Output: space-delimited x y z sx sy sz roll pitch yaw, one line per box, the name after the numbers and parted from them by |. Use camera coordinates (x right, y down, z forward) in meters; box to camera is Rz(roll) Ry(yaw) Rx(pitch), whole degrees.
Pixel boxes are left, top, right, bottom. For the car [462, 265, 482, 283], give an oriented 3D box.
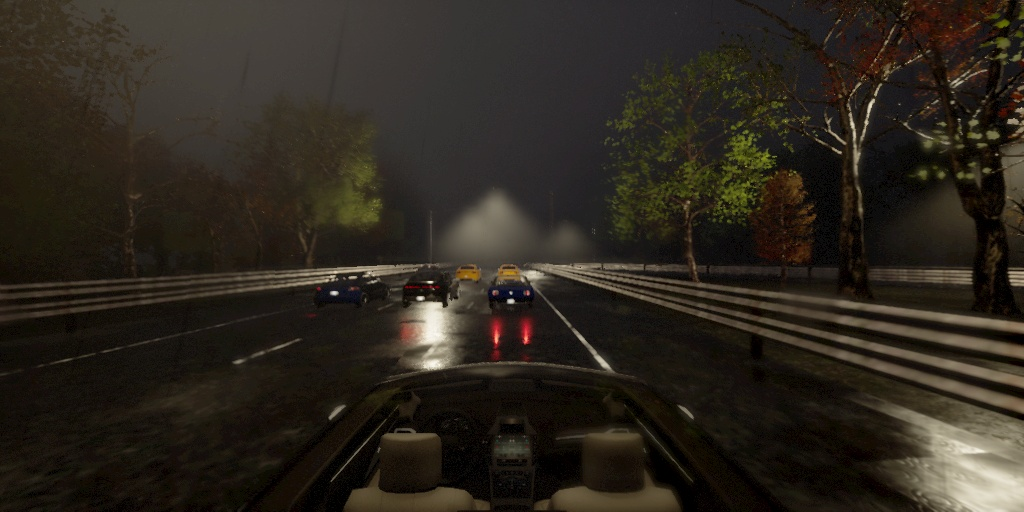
-3.761 1.522 31.535 1.882 1.535 5.008 0 0 -1 | car

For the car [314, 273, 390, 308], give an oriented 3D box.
-7.054 1.455 16.220 1.994 1.385 4.181 0 -1 0 | car

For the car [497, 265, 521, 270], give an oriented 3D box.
-0.262 1.522 31.600 1.882 1.535 5.008 0 0 -1 | car

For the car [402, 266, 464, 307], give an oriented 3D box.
-3.553 1.398 16.294 1.837 1.490 4.892 0 0 0 | car

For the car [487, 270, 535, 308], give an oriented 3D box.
-0.054 1.490 16.143 1.895 1.301 4.718 0 -1 0 | car
